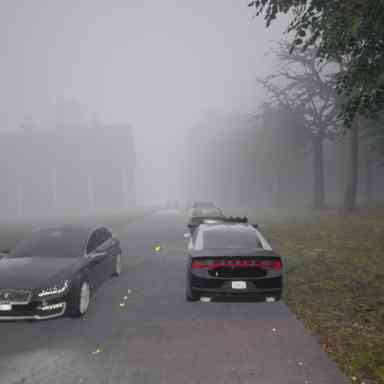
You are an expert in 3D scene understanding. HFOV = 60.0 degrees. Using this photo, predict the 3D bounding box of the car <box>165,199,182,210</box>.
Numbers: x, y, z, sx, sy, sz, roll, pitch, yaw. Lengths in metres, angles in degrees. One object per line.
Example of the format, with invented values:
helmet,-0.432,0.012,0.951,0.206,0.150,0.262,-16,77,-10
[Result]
car,-2.849,1.798,48.767,2.128,1.511,4.902,0,0,0

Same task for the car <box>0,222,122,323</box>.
car,-2.851,1.514,7.503,1.837,1.490,4.892,0,0,0

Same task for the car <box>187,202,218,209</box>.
car,0.824,1.532,18.327,1.882,1.535,5.008,0,0,0

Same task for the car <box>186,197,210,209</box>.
car,0.822,1.447,24.300,2.097,1.767,4.553,0,0,0

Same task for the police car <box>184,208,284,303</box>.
police car,0.824,1.437,8.434,1.930,1.638,5.238,0,0,0

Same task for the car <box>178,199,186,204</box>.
car,-2.753,2.576,92.368,2.033,1.411,5.357,0,-1,0

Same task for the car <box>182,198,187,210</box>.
car,0.025,1.827,45.697,2.033,1.411,5.357,0,-1,1
